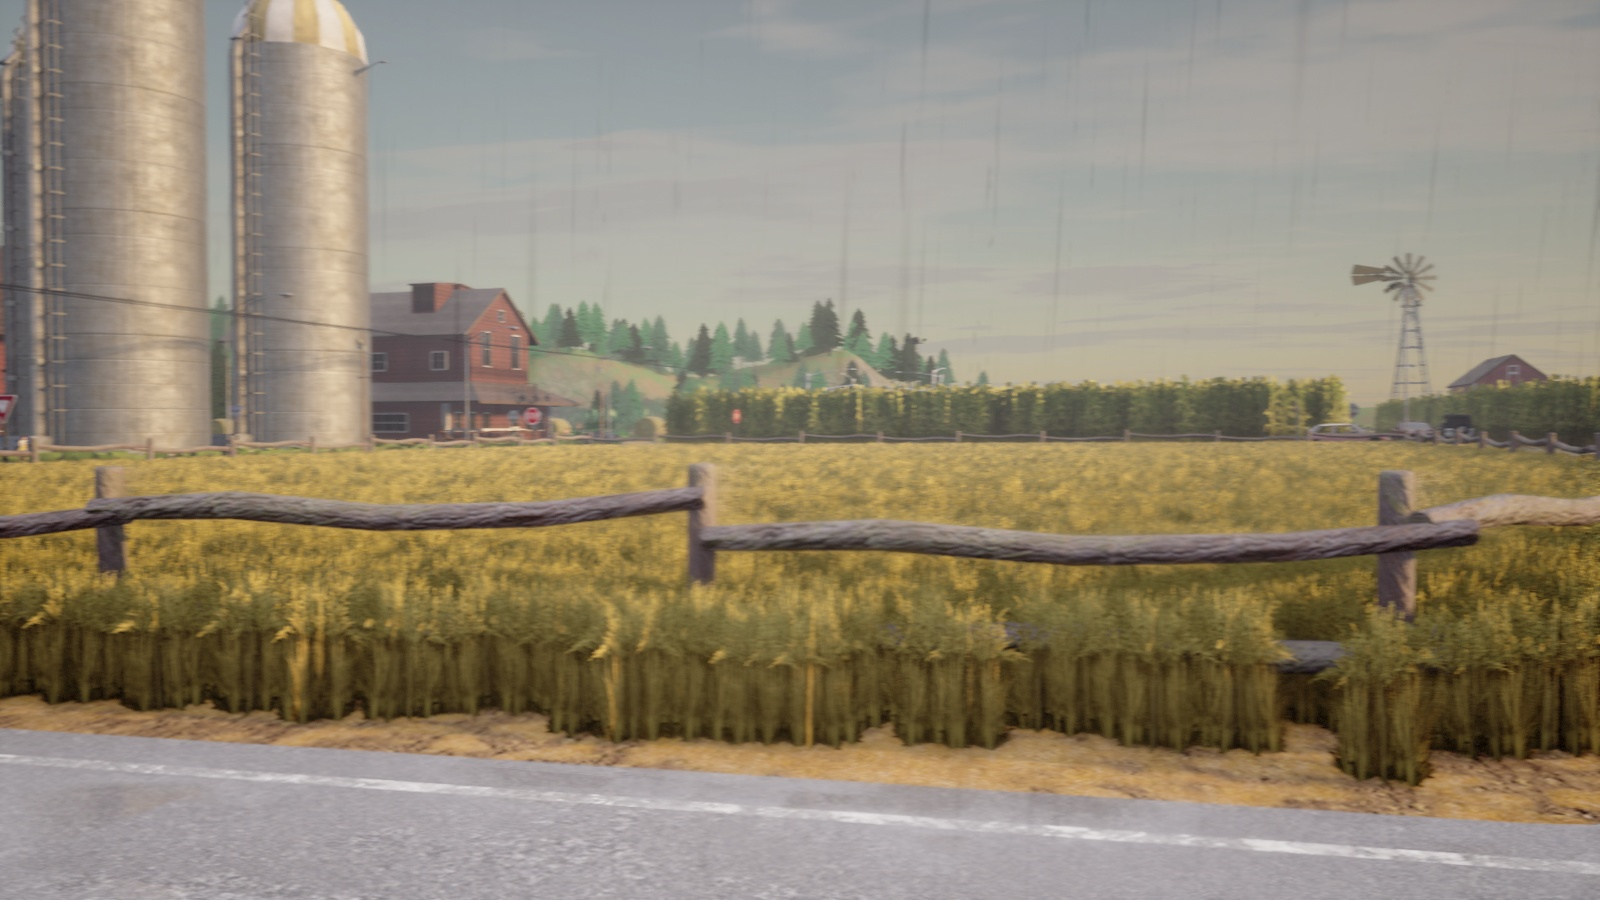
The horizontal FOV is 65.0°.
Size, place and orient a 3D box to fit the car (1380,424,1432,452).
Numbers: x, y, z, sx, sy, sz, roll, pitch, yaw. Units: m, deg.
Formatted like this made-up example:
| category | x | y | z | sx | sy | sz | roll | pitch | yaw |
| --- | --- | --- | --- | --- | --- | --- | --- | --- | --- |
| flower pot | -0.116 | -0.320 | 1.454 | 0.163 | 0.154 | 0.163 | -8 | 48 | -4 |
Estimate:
| category | x | y | z | sx | sy | sz | roll | pitch | yaw |
| --- | --- | --- | --- | --- | --- | --- | --- | --- | --- |
| car | 34.250 | -0.683 | 71.135 | 1.882 | 1.535 | 5.008 | 0 | 1 | 17 |

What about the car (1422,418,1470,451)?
| category | x | y | z | sx | sy | sz | roll | pitch | yaw |
| --- | --- | --- | --- | --- | --- | --- | --- | --- | --- |
| car | 38.854 | -0.953 | 75.640 | 1.905 | 1.878 | 3.866 | 0 | 2 | 17 |

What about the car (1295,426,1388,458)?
| category | x | y | z | sx | sy | sz | roll | pitch | yaw |
| --- | --- | --- | --- | --- | --- | --- | --- | --- | --- |
| car | 25.366 | -0.367 | 58.948 | 3.806 | 1.475 | 1.970 | 0 | 1 | 17 |
